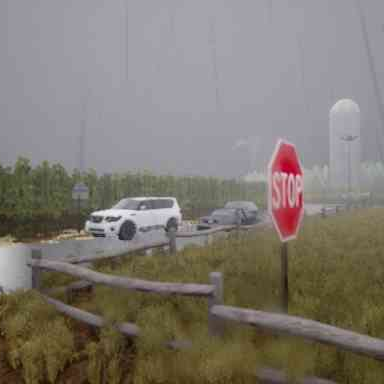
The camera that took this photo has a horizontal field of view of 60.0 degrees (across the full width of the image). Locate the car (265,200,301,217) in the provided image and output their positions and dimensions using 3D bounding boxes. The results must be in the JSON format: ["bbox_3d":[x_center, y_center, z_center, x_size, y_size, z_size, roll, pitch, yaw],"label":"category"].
[{"bbox_3d":[9.554,1.674,34.595,1.882,1.535,5.008,-1,-1,36],"label":"car"}]

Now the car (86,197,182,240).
[{"bbox_3d":[-2.792,1.274,17.405,2.150,2.045,5.566,-1,-1,36],"label":"car"}]

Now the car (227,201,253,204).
[{"bbox_3d":[3.520,1.492,26.214,2.097,1.767,4.553,-1,-1,36],"label":"car"}]

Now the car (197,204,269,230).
[{"bbox_3d":[2.439,1.603,19.118,2.033,1.411,5.357,-1,-1,36],"label":"car"}]
